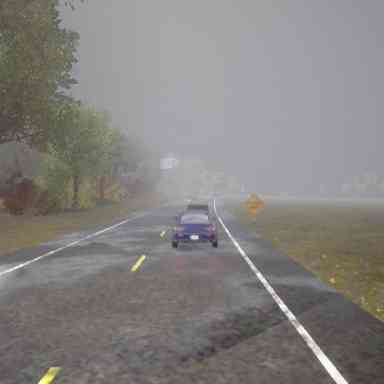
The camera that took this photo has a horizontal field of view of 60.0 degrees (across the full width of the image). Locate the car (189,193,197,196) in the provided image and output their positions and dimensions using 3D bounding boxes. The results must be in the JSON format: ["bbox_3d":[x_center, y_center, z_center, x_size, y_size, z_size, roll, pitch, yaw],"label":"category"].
[{"bbox_3d":[0.240,0.934,76.813,2.128,1.511,4.902,0,1,5],"label":"car"}]

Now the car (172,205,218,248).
[{"bbox_3d":[0.141,1.505,14.613,1.812,1.442,4.674,0,0,1],"label":"car"}]

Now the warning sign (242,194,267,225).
[{"bbox_3d":[3.811,1.060,20.322,1.300,1.860,1.060,-1,0,1],"label":"warning sign"}]

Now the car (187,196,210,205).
[{"bbox_3d":[0.565,1.370,29.572,1.882,1.535,5.008,0,0,2],"label":"car"}]
